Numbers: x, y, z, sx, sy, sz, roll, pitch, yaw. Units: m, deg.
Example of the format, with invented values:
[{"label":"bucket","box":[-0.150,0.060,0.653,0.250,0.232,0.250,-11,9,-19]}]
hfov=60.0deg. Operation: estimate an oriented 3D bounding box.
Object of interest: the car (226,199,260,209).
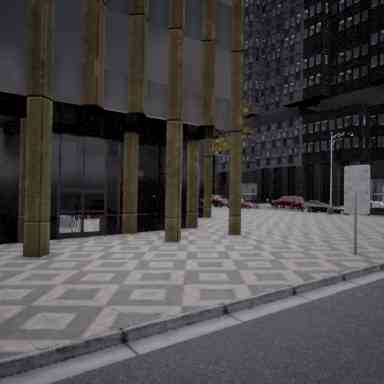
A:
[{"label":"car","box":[6.780,1.571,42.809,1.802,1.307,4.206,1,-1,-35]}]

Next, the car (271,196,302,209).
[{"label":"car","box":[13.731,1.488,47.751,2.192,1.841,5.009,1,-1,-35]}]

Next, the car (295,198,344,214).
[{"label":"car","box":[13.160,1.540,33.817,1.947,1.339,4.313,1,-1,-35]}]

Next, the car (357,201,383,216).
[{"label":"car","box":[16.351,1.518,29.321,2.008,1.369,4.403,1,-1,-35]}]

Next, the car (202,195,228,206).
[{"label":"car","box":[4.162,1.512,61.239,2.192,1.841,5.009,1,-1,-35]}]

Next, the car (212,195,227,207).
[{"label":"car","box":[3.594,1.312,47.309,2.192,1.841,5.009,1,-1,-35]}]

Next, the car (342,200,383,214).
[{"label":"car","box":[20.107,1.709,38.756,2.008,1.369,4.403,1,-1,-35]}]
